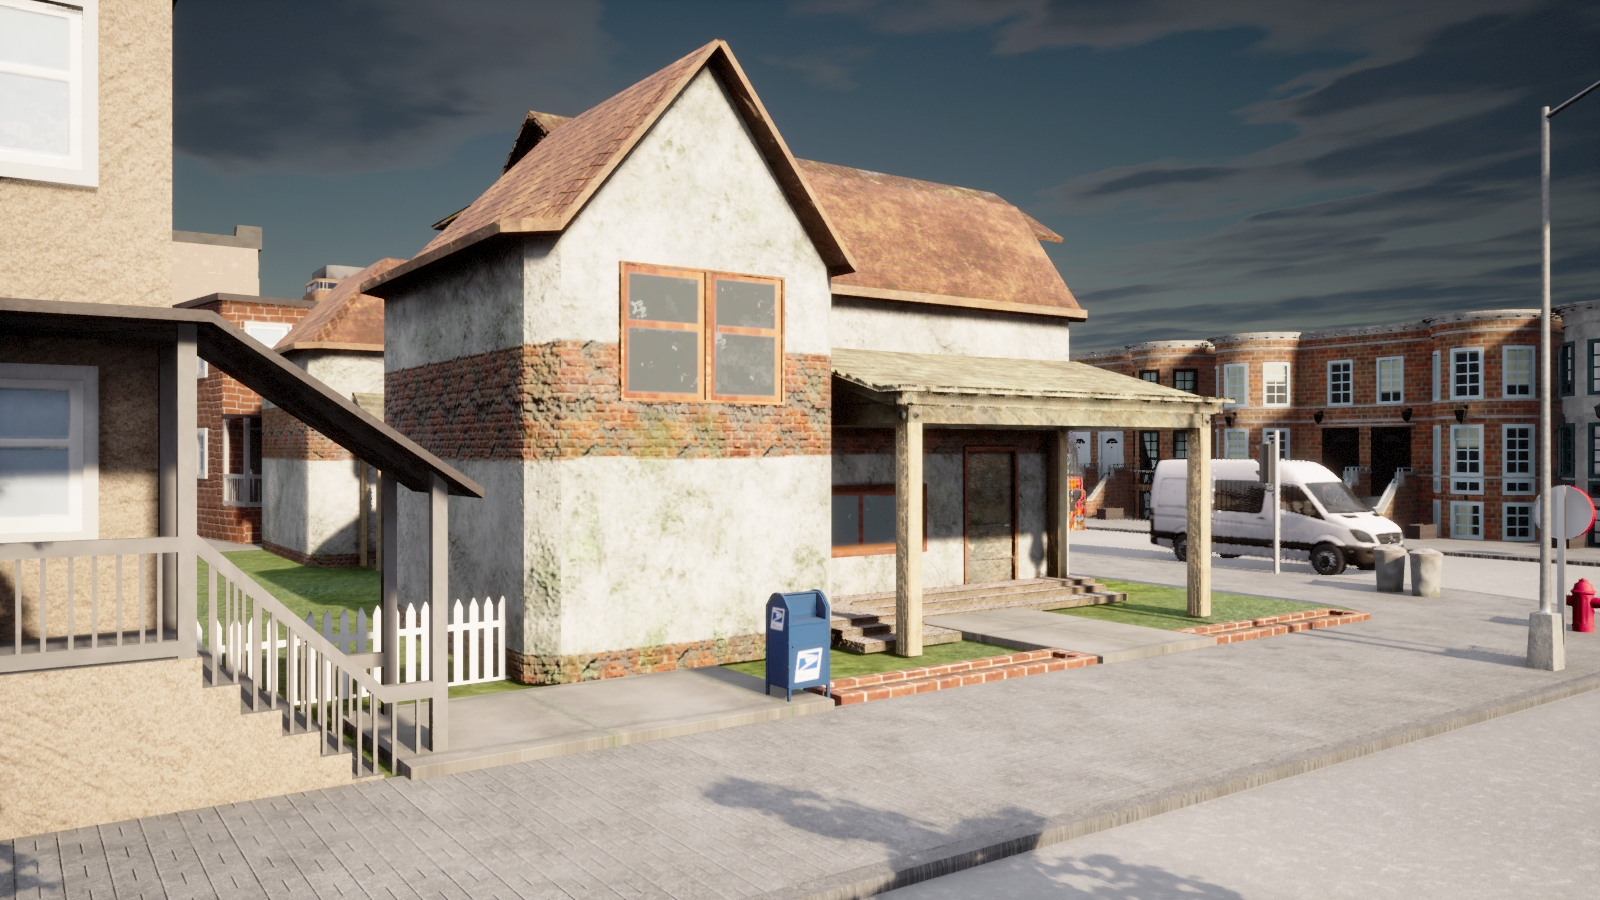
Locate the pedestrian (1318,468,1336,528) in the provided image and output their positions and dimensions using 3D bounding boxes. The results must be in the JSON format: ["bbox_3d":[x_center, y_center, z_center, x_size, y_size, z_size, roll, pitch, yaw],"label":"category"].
[{"bbox_3d":[16.526,1.511,35.854,0.375,1.860,0.375,0,0,-37],"label":"pedestrian"}]

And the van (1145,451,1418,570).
[{"bbox_3d":[11.388,1.304,27.530,1.988,2.561,5.915,0,0,-35],"label":"van"}]
